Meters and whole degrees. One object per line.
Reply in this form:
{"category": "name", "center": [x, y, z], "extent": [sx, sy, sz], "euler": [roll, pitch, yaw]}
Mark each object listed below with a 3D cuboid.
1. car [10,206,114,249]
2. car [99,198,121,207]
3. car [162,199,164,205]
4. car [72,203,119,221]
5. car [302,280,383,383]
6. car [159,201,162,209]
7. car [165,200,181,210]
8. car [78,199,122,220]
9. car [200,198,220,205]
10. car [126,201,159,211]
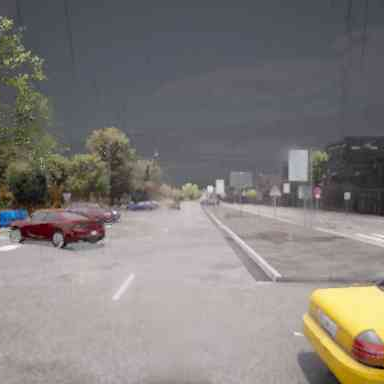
{"category": "car", "center": [-6.180, 1.570, 15.095], "extent": [5.008, 1.535, 1.882], "euler": [0, -2, 31]}
{"category": "car", "center": [-18.715, 2.384, 75.920], "extent": [4.553, 1.767, 2.097], "euler": [1, 2, 0]}
{"category": "car", "center": [-8.051, 2.395, 59.299], "extent": [5.008, 1.535, 2.097], "euler": [0, -1, 1]}
{"category": "car", "center": [-8.308, 1.782, 25.250], "extent": [4.674, 1.452, 2.002], "euler": [0, -1, 0]}
{"category": "car", "center": [4.110, 1.482, 3.808], "extent": [5.366, 1.575, 1.946], "euler": [0, 0, 0]}
{"category": "car", "center": [-8.069, 2.334, 56.027], "extent": [4.892, 1.521, 2.231], "euler": [0, -1, 1]}
{"category": "car", "center": [-3.025, 2.439, 57.082], "extent": [1.994, 1.385, 4.181], "euler": [0, -1, 1]}
{"category": "car", "center": [-8.353, 1.676, 28.424], "extent": [4.553, 1.767, 2.185], "euler": [0, -1, 0]}
{"category": "car", "center": [5.348, 3.076, 93.573], "extent": [4.892, 1.521, 2.231], "euler": [0, -1, 1]}
{"category": "car", "center": [-8.101, 2.309, 52.751], "extent": [4.674, 1.452, 2.002], "euler": [0, -1, 1]}
